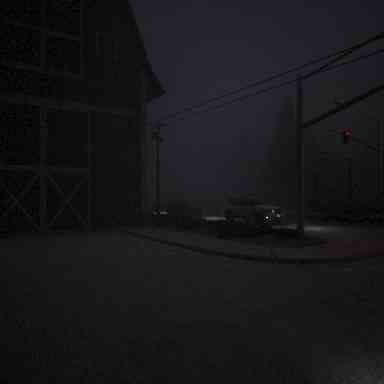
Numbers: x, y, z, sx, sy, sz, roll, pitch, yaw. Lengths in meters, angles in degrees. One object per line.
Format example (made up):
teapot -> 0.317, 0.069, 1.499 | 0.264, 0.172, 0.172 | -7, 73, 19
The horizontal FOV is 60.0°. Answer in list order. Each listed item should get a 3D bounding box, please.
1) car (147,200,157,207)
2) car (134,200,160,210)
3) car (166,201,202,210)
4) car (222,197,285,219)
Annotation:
car -> -6.290, 1.785, 42.597 | 1.837, 1.490, 4.892 | 0, 0, -34
car -> -6.719, 1.920, 49.571 | 1.895, 1.301, 4.718 | 0, 0, -34
car -> -0.903, 1.707, 34.735 | 1.882, 1.535, 5.008 | 0, 0, -35
car -> 4.737, 1.399, 26.509 | 2.150, 2.045, 5.566 | 0, 0, -34
